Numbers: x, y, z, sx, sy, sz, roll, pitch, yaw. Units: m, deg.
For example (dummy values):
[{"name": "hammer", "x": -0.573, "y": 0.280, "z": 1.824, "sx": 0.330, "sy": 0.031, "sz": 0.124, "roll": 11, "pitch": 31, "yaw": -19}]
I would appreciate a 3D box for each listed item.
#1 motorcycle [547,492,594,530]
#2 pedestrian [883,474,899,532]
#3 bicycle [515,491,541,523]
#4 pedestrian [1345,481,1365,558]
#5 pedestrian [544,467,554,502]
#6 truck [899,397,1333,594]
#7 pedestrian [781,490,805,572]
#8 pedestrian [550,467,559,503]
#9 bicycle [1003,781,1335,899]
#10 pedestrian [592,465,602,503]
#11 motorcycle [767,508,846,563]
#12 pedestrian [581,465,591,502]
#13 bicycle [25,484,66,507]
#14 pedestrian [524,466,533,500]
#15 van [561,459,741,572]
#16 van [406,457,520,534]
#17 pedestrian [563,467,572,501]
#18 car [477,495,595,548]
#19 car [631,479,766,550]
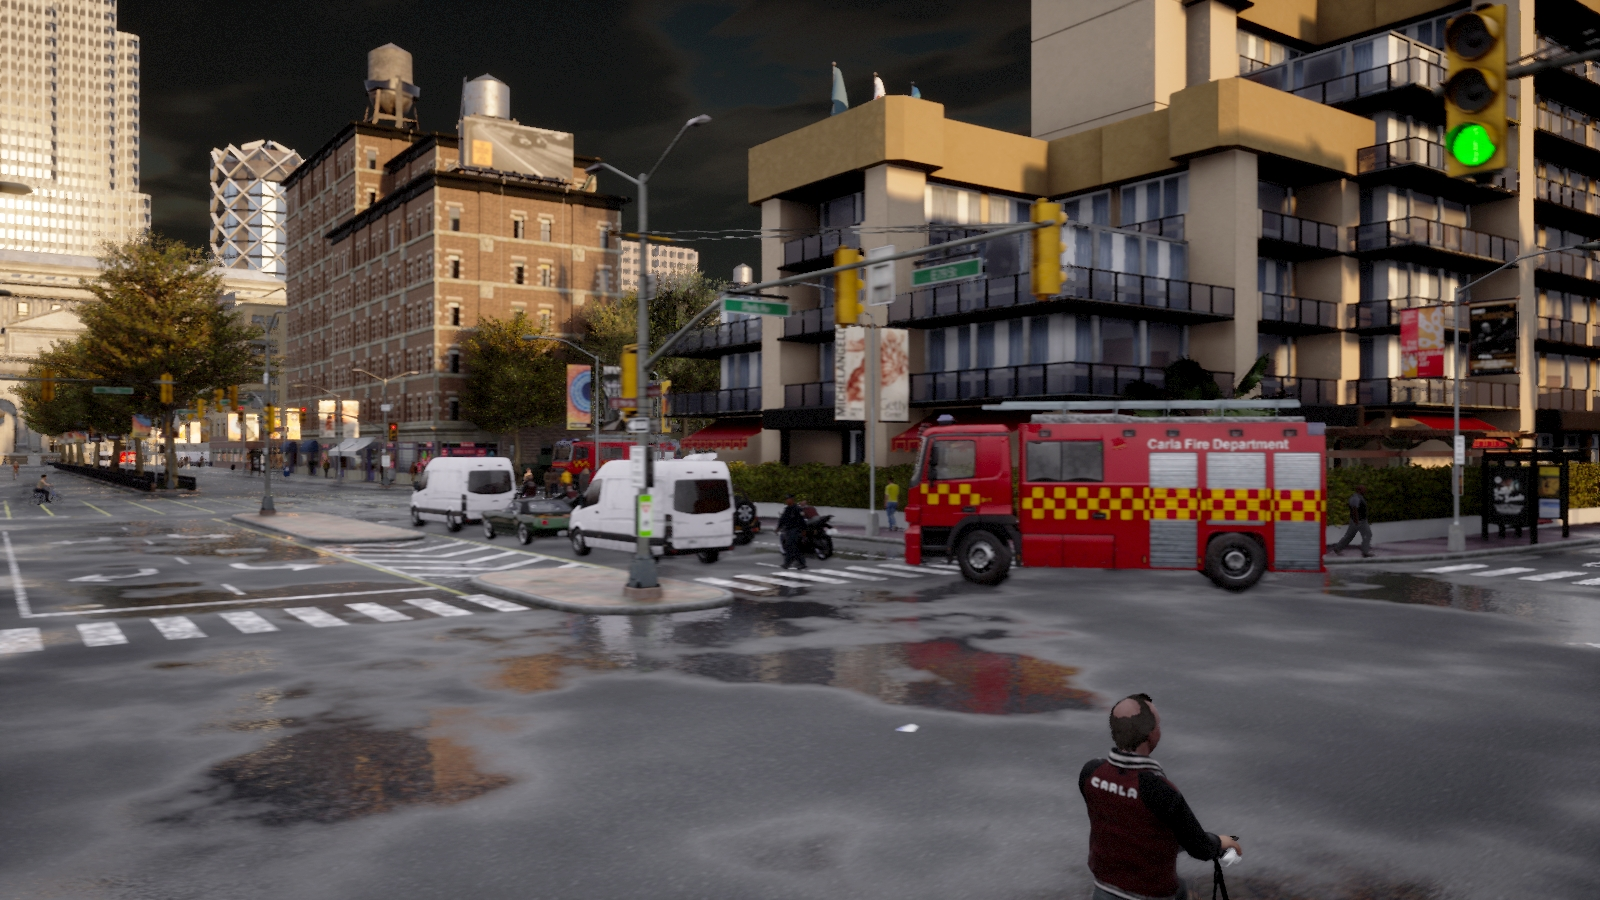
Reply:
[{"name": "motorcycle", "x": -8.348, "y": 2.205, "z": 41.521, "sx": 0.867, "sy": 1.251, "sz": 2.209, "roll": 0, "pitch": 0, "yaw": -35}, {"name": "pedestrian", "x": 2.950, "y": 1.697, "z": 36.895, "sx": 0.375, "sy": 1.860, "sz": 0.375, "roll": 0, "pitch": 0, "yaw": -25}, {"name": "bicycle", "x": -10.667, "y": 2.210, "z": 44.818, "sx": 0.329, "sy": 1.171, "sz": 1.835, "roll": 0, "pitch": 0, "yaw": -36}, {"name": "pedestrian", "x": 13.658, "y": 1.699, "z": 28.100, "sx": 0.375, "sy": 1.860, "sz": 0.375, "roll": 0, "pitch": 0, "yaw": 39}, {"name": "pedestrian", "x": -13.375, "y": 1.849, "z": 60.854, "sx": 0.375, "sy": 1.860, "sz": 0.375, "roll": 0, "pitch": 0, "yaw": -34}, {"name": "truck", "x": 6.499, "y": 0.891, "z": 24.463, "sx": 8.468, "sy": 3.827, "sz": 2.891, "roll": 0, "pitch": 0, "yaw": 11}, {"name": "pedestrian", "x": -0.160, "y": 1.849, "z": 26.212, "sx": 0.375, "sy": 1.860, "sz": 0.375, "roll": 0, "pitch": 0, "yaw": -45}, {"name": "pedestrian", "x": -12.947, "y": 1.849, "z": 60.245, "sx": 0.375, "sy": 1.860, "sz": 0.375, "roll": 0, "pitch": 0, "yaw": -29}, {"name": "bicycle", "x": 1.649, "y": 2.210, "z": 4.924, "sx": 1.835, "sy": 1.171, "sz": 0.329, "roll": 0, "pitch": 0, "yaw": -35}, {"name": "pedestrian", "x": -10.059, "y": 1.697, "z": 56.539, "sx": 0.375, "sy": 1.860, "sz": 0.375, "roll": 0, "pitch": 0, "yaw": -30}, {"name": "motorcycle", "x": 0.144, "y": 2.205, "z": 29.829, "sx": 0.867, "sy": 1.251, "sz": 2.209, "roll": 0, "pitch": 0, "yaw": -39}, {"name": "pedestrian", "x": -10.833, "y": 1.697, "z": 57.869, "sx": 0.375, "sy": 1.860, "sz": 0.375, "roll": 0, "pitch": 0, "yaw": -29}, {"name": "bicycle", "x": -37.345, "y": 2.256, "z": 56.577, "sx": 0.859, "sy": 1.080, "sz": 1.487, "roll": 0, "pitch": 0, "yaw": 38}, {"name": "pedestrian", "x": -15.198, "y": 1.850, "z": 63.919, "sx": 0.375, "sy": 1.860, "sz": 0.375, "roll": 0, "pitch": 0, "yaw": -31}, {"name": "van", "x": -3.983, "y": 1.535, "z": 29.416, "sx": 1.988, "sy": 2.561, "sz": 5.915, "roll": 0, "pitch": 0, "yaw": -36}, {"name": "van", "x": -12.234, "y": 1.535, "z": 41.124, "sx": 1.988, "sy": 2.561, "sz": 5.915, "roll": 0, "pitch": 0, "yaw": -37}, {"name": "pedestrian", "x": -12.728, "y": 1.850, "z": 62.482, "sx": 0.375, "sy": 1.860, "sz": 0.375, "roll": 0, "pitch": 0, "yaw": -27}, {"name": "car", "x": -8.235, "y": 2.155, "z": 35.329, "sx": 1.895, "sy": 1.301, "sz": 4.718, "roll": 0, "pitch": 0, "yaw": -35}, {"name": "car", "x": -3.109, "y": 1.864, "z": 34.241, "sx": 1.932, "sy": 1.855, "sz": 4.605, "roll": 0, "pitch": 0, "yaw": -36}]
